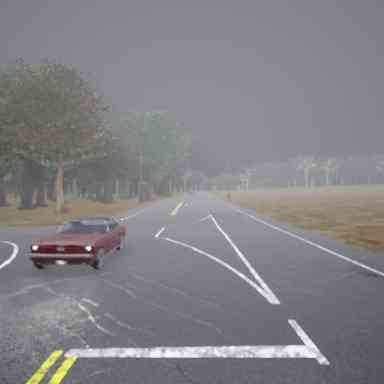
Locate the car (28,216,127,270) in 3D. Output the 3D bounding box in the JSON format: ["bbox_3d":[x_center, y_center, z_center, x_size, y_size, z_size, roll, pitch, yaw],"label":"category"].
[{"bbox_3d":[-3.522,1.548,11.139,1.895,1.301,4.718,0,1,0],"label":"car"}]
